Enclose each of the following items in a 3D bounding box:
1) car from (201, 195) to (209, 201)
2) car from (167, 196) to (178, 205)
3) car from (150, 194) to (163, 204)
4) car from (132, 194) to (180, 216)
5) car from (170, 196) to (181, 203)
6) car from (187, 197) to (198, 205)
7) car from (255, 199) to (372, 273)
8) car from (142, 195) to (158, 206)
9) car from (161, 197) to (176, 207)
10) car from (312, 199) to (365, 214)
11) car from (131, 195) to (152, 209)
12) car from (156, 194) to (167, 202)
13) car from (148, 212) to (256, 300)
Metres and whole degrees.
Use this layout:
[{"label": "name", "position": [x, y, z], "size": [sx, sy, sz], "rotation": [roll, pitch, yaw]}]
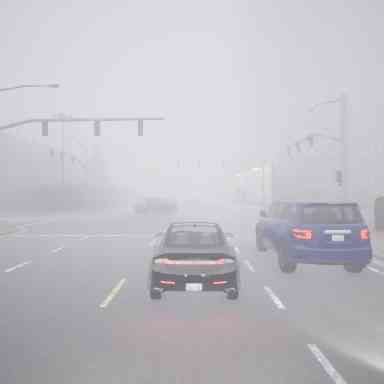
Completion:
[{"label": "car", "position": [3.509, 1.525, 88.823], "size": [2.128, 1.511, 4.902], "rotation": [0, 0, 0]}, {"label": "car", "position": [-3.562, 1.505, 61.480], "size": [1.837, 1.490, 4.892], "rotation": [0, 0, 1]}, {"label": "car", "position": [-7.023, 1.352, 66.211], "size": [2.097, 1.767, 4.553], "rotation": [0, 0, 0]}, {"label": "car", "position": [-3.502, 1.376, 33.370], "size": [4.553, 1.767, 2.097], "rotation": [0, 0, -45]}, {"label": "car", "position": [-3.493, 1.540, 71.880], "size": [2.033, 1.411, 5.357], "rotation": [0, 0, 0]}, {"label": "car", "position": [0.101, 1.564, 60.028], "size": [1.994, 1.385, 4.181], "rotation": [0, 0, 0]}, {"label": "car", "position": [3.572, 1.221, 10.834], "size": [2.150, 2.045, 5.566], "rotation": [0, 0, 0]}, {"label": "car", "position": [-7.079, 1.352, 56.092], "size": [2.097, 1.767, 4.553], "rotation": [0, 0, 0]}, {"label": "car", "position": [-3.581, 1.547, 51.885], "size": [2.033, 1.411, 5.357], "rotation": [0, 0, 0]}, {"label": "car", "position": [15.586, 1.560, 35.628], "size": [4.892, 1.490, 1.837], "rotation": [0, 0, 0]}, {"label": "car", "position": [-7.140, 1.352, 47.268], "size": [2.097, 1.767, 4.553], "rotation": [0, 0, 2]}, {"label": "car", "position": [-6.992, 1.355, 76.460], "size": [2.097, 1.767, 4.553], "rotation": [0, 0, 0]}, {"label": "car", "position": [0.058, 1.492, 8.391], "size": [2.128, 1.511, 4.902], "rotation": [0, 0, 0]}]
